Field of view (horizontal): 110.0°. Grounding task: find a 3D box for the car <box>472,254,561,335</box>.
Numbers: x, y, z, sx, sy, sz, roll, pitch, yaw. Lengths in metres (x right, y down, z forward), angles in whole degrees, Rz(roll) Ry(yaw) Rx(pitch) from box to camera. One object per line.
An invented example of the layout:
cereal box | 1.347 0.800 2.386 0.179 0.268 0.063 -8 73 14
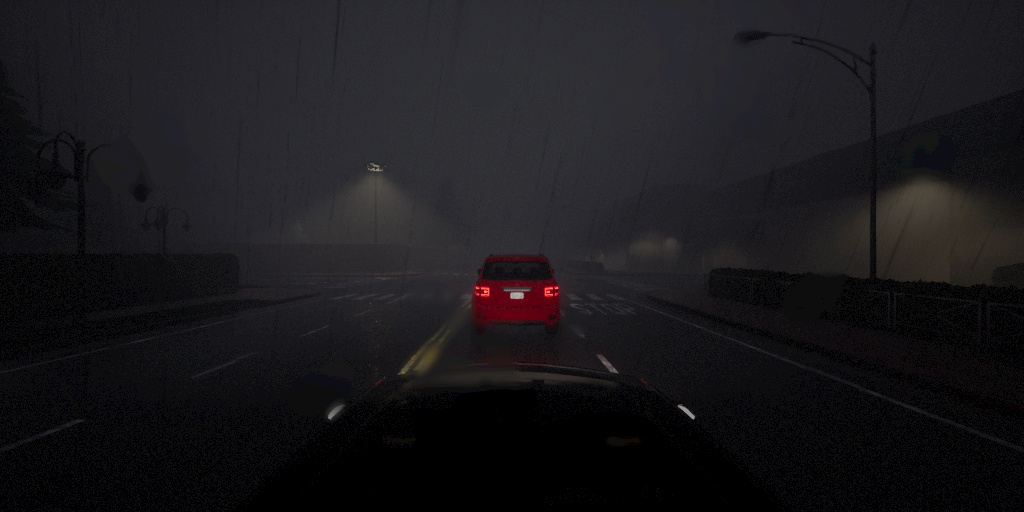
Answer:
car | 0.117 0.971 10.625 2.150 2.045 5.566 0 0 0

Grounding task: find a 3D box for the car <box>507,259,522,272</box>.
car | 0.348 1.228 46.378 1.882 1.535 5.008 0 0 1
